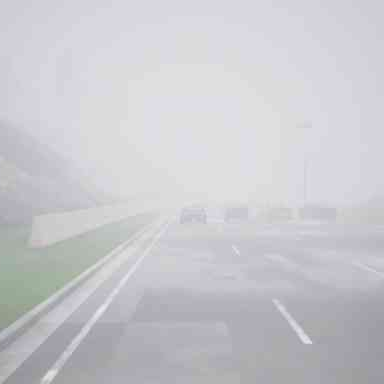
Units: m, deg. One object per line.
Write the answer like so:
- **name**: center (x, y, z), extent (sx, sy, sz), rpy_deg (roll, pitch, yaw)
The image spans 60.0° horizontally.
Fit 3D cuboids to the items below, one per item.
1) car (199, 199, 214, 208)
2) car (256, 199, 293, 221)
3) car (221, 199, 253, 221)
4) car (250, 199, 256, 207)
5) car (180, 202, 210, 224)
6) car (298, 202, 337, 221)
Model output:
- **car**: center (2.025, 1.795, 50.872), extent (1.994, 1.385, 4.181), rpy_deg (0, 0, 15)
- **car**: center (7.104, 1.607, 28.520), extent (1.882, 1.535, 5.008), rpy_deg (0, 0, 0)
- **car**: center (3.603, 1.607, 28.515), extent (1.882, 1.535, 5.008), rpy_deg (0, 0, 0)
- **car**: center (9.701, 1.760, 51.392), extent (1.812, 1.442, 4.674), rpy_deg (0, -1, 18)
- **car**: center (0.104, 1.717, 25.485), extent (1.895, 1.301, 4.718), rpy_deg (0, 0, 0)
- **car**: center (10.604, 1.607, 28.513), extent (1.882, 1.535, 5.008), rpy_deg (0, 0, 0)
